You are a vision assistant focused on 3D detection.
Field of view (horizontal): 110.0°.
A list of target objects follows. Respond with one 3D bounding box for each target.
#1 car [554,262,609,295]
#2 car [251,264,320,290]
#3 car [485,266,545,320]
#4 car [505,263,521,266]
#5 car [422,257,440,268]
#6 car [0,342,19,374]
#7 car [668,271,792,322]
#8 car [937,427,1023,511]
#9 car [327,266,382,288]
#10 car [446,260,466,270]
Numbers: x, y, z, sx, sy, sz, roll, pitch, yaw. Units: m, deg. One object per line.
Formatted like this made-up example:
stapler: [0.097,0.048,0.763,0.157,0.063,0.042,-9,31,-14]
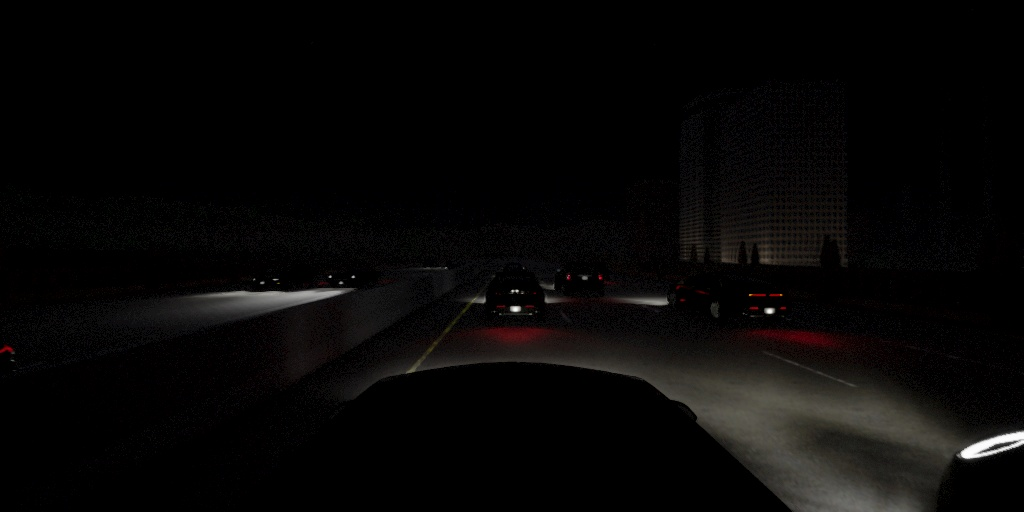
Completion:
car: [3.599,1.115,19.829,2.097,1.767,4.553,0,0,0]
car: [-14.099,1.270,22.659,1.837,1.490,4.892,0,0,0]
car: [0.100,1.261,12.658,1.837,1.490,4.892,0,0,0]
car: [0.099,1.320,31.035,2.033,1.411,5.357,0,0,0]
car: [-14.192,1.115,63.218,2.150,2.045,5.566,0,0,-1]
car: [-7.100,1.314,2.675,1.994,1.385,4.181,0,0,0]
car: [7.099,1.261,12.298,1.837,1.490,4.892,0,0,0]
car: [3.600,1.100,0.212,2.097,1.767,4.553,0,0,0]
car: [-10.600,1.367,24.473,1.895,1.301,4.718,0,0,0]
car: [-7.086,1.312,46.937,1.812,1.442,4.674,0,0,0]
